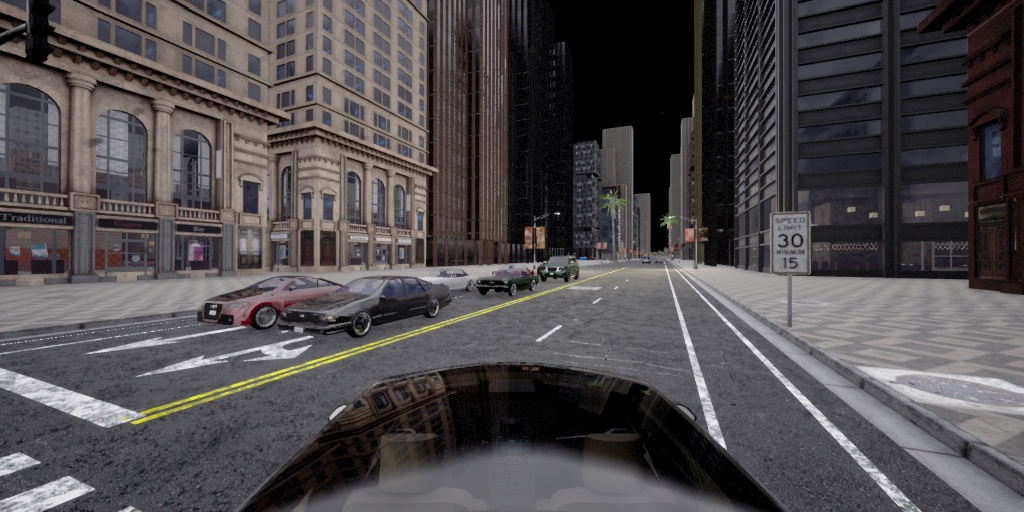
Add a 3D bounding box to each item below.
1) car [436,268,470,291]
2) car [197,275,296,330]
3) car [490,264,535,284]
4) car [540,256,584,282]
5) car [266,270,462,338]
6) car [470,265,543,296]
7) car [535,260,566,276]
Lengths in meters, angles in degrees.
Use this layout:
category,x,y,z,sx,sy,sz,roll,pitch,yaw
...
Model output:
category,x,y,z,sx,sy,sz,roll,pitch,yaw
car,-3.715,1.357,19.357,1.895,1.301,4.718,0,0,23
car,-7.108,1.316,11.279,1.994,1.385,4.181,0,0,23
car,0.149,1.364,28.538,1.895,1.301,4.718,0,0,23
car,4.022,0.987,29.352,2.150,2.045,5.566,0,0,23
car,-3.849,1.299,10.655,2.033,1.411,5.357,0,0,23
car,-0.130,1.358,19.494,1.895,1.301,4.718,0,0,23
car,4.143,1.251,37.930,1.882,1.535,5.008,0,0,23
